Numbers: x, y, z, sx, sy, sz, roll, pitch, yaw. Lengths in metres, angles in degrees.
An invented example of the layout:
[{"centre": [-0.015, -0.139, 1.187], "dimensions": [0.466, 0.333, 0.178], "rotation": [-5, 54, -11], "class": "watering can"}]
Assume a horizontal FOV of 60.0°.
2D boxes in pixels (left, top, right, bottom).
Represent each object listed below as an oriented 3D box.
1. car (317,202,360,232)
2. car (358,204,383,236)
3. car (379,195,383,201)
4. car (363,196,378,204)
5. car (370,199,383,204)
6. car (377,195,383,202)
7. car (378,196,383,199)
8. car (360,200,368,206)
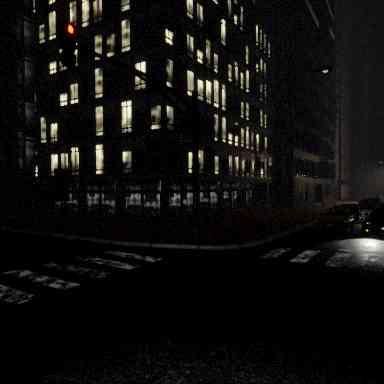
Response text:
[{"centre": [8.840, 1.514, 20.287], "dimensions": [1.752, 1.417, 4.829], "rotation": [-1, -1, 32], "class": "car"}, {"centre": [10.161, 1.552, 17.462], "dimensions": [1.994, 1.385, 4.181], "rotation": [0, 0, 32], "class": "car"}, {"centre": [47.665, 1.537, 82.907], "dimensions": [1.802, 1.307, 4.206], "rotation": [-1, -1, 32], "class": "car"}, {"centre": [20.848, 1.522, 39.654], "dimensions": [1.887, 1.381, 4.507], "rotation": [-1, -1, 32], "class": "car"}, {"centre": [15.125, 1.531, 25.413], "dimensions": [2.033, 1.411, 5.357], "rotation": [0, 0, 32], "class": "car"}, {"centre": [44.685, 1.508, 78.101], "dimensions": [2.008, 1.369, 4.403], "rotation": [-1, -1, 32], "class": "car"}, {"centre": [20.521, 1.470, 33.998], "dimensions": [2.128, 1.511, 4.902], "rotation": [0, 0, 32], "class": "car"}, {"centre": [11.909, 1.552, 25.237], "dimensions": [1.947, 1.339, 4.313], "rotation": [-1, -1, 32], "class": "car"}]
